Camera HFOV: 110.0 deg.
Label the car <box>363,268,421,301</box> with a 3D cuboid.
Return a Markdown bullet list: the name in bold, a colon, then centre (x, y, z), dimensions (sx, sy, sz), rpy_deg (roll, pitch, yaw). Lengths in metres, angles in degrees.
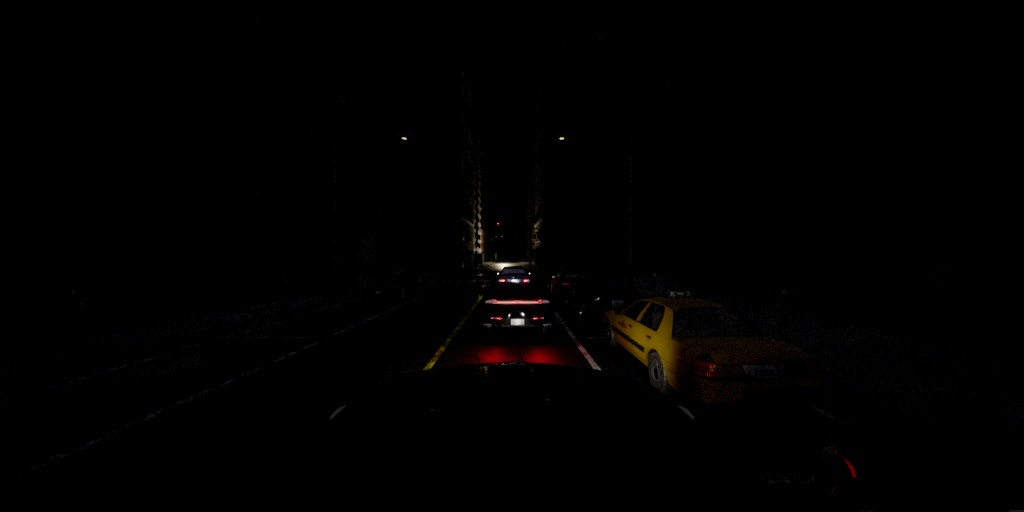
- **car**: centre (-5.662, 1.289, 17.389), dimensions (1.888, 1.381, 4.507), rpy_deg (0, 0, 0)

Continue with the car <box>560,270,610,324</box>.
- **car**: centre (2.880, 1.312, 11.800), dimensions (1.948, 1.339, 4.313), rpy_deg (0, 0, 0)

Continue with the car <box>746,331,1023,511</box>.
- **car**: centre (2.873, 1.301, 0.628), dimensions (2.007, 1.370, 4.403), rpy_deg (0, 0, 0)

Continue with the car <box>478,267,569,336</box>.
- **car**: centre (0.107, 1.239, 10.326), dimensions (2.128, 1.511, 4.902), rpy_deg (0, 0, 0)

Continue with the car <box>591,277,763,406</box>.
- **car**: centre (2.876, 1.274, 6.384), dimensions (1.751, 1.417, 4.829), rpy_deg (0, 0, 0)
